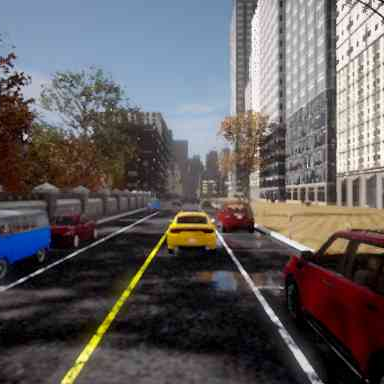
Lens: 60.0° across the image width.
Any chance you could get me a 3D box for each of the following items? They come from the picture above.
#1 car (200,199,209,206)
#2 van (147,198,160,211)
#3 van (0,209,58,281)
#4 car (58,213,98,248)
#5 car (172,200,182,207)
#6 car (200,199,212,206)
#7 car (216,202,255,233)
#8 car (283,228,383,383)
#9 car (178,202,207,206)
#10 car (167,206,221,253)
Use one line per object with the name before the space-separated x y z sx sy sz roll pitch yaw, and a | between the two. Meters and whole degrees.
car | 2.706 2.278 71.930 1.752 1.417 4.829 0 -1 0
van | -5.680 1.840 49.234 1.690 1.788 3.998 0 -1 0
van | -5.690 1.435 9.813 1.690 1.788 3.998 0 -1 0
car | -5.689 1.693 15.443 1.887 1.381 4.507 0 -1 0
car | -2.987 2.299 67.791 1.895 1.301 4.718 0 -1 0
car | 2.703 2.189 60.495 1.947 1.339 4.313 0 -1 0
car | 2.692 1.519 21.076 2.192 1.841 5.009 0 -1 0
car | 2.688 1.355 4.179 2.192 1.841 5.009 0 -1 0
car | 0.015 1.853 29.322 1.994 1.385 4.181 0 -1 0
car | 0.009 1.617 14.486 1.882 1.535 5.008 0 0 0
